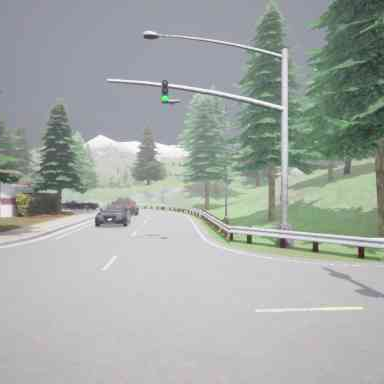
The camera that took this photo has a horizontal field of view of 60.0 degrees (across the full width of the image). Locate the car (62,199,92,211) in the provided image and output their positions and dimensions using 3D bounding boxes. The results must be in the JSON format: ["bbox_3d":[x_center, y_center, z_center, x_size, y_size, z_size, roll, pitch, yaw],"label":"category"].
[{"bbox_3d":[-13.601,1.546,39.783,4.718,1.301,1.895,0,0,11],"label":"car"}]

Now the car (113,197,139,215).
[{"bbox_3d":[-6.632,1.304,32.398,2.097,1.767,4.553,0,0,-22],"label":"car"}]

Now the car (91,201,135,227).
[{"bbox_3d":[-5.288,1.529,22.665,1.994,1.385,4.181,0,0,-5],"label":"car"}]
